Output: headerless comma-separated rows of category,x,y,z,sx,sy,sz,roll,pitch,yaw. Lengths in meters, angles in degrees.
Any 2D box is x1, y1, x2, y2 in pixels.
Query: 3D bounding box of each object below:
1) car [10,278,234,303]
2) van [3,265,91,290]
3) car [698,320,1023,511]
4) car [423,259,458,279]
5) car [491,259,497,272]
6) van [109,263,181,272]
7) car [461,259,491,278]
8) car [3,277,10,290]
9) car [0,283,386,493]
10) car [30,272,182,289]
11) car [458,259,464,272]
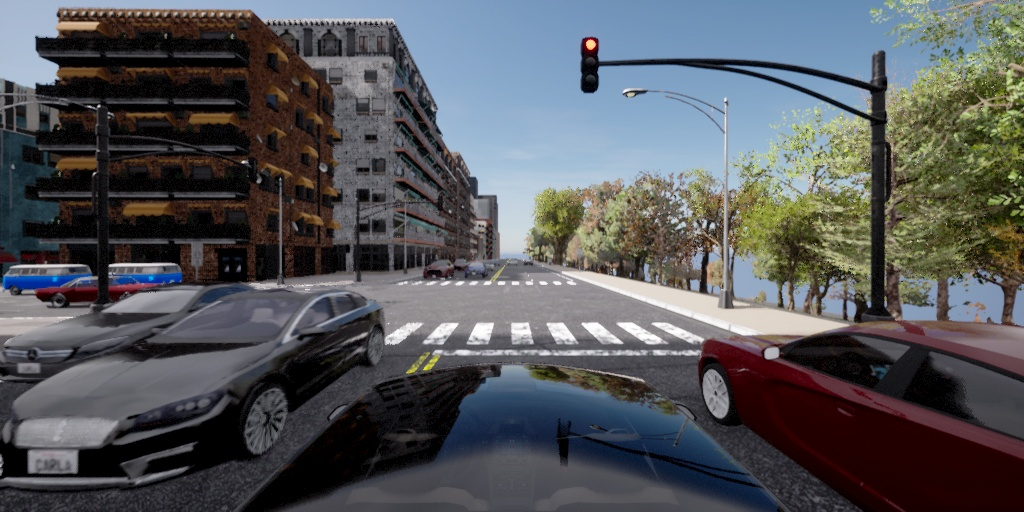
car,-6.593,1.273,7.225,1.812,1.442,4.674,0,0,0
van,-28.299,1.424,21.924,3.998,1.789,1.690,0,0,-1
car,3.351,1.228,2.683,1.882,1.535,5.008,0,0,0
car,-6.565,1.103,32.545,2.097,1.767,4.553,0,0,0
car,-3.301,1.358,45.956,1.895,1.301,4.718,0,0,0
van,-22.697,1.350,21.995,3.998,1.789,1.690,0,0,-1
car,-3.322,1.278,34.135,1.812,1.442,4.674,0,0,1
car,-22.619,1.623,13.648,4.207,1.307,1.802,0,0,-1
car,-3.349,1.241,5.069,2.128,1.511,4.902,0,0,0
car,-18.083,1.573,16.257,4.718,1.301,1.895,-1,0,-1
car,-6.552,1.109,43.997,2.097,1.767,4.553,0,0,0
